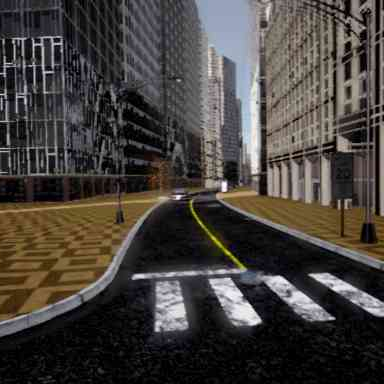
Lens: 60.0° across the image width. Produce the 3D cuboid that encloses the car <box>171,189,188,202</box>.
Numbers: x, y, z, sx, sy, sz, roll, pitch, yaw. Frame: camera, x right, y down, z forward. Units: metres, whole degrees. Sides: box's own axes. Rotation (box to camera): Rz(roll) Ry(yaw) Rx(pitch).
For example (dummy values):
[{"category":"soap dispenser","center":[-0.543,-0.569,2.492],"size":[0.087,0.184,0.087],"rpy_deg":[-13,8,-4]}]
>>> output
[{"category":"car","center":[-1.474,0.354,40.437],"size":[2.128,1.511,4.902],"rpy_deg":[-1,1,2]}]
